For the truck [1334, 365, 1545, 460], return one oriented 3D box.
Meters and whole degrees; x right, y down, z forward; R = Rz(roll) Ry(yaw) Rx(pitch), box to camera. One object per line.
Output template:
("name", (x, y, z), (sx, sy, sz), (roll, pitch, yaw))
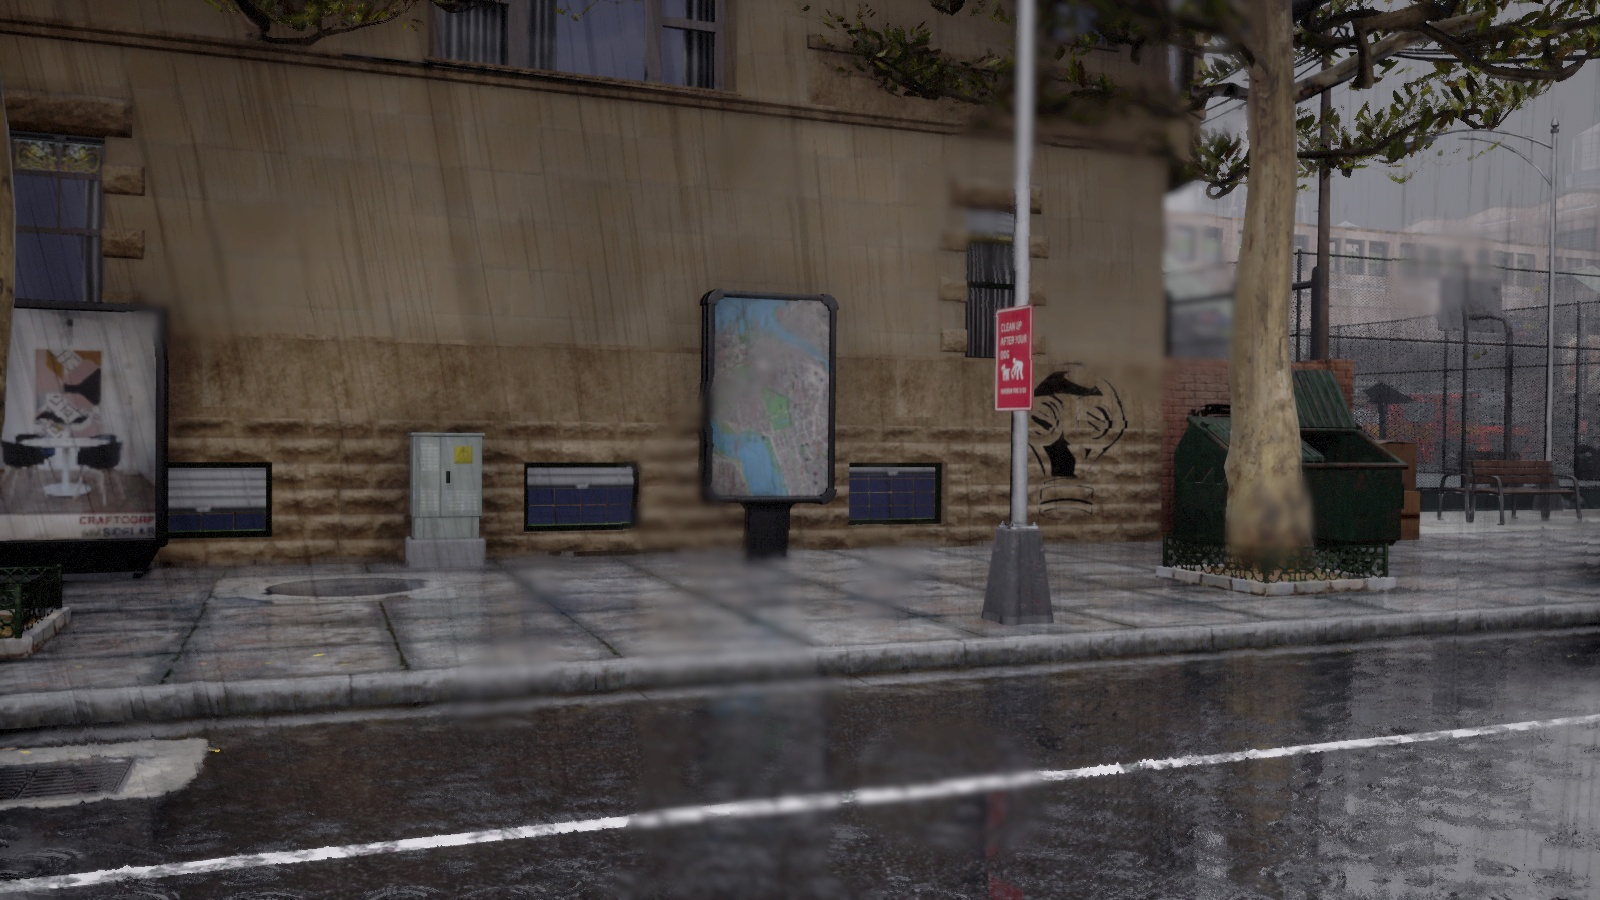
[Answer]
("truck", (27.742, -1.562, 55.042), (2.891, 3.827, 8.468), (-1, 1, -21))
